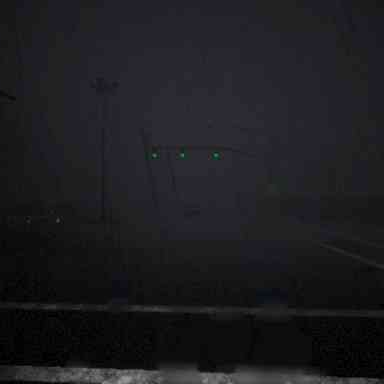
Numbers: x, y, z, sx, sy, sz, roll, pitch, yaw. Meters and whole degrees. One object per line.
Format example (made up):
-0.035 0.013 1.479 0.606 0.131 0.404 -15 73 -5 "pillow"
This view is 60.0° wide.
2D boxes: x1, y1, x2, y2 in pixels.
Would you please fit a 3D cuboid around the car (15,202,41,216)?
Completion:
-18.578 1.940 38.570 1.837 1.490 4.892 0 -1 0 "car"

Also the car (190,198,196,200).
0.095 2.283 68.752 2.128 1.511 4.902 0 -1 0 "car"

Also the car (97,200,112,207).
-18.395 2.379 70.357 1.895 1.301 4.718 0 -1 0 "car"

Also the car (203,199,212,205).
3.665 2.287 79.066 1.994 1.385 4.181 0 -1 0 "car"

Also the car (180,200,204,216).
0.007 1.973 37.818 2.033 1.411 5.357 0 -1 0 "car"

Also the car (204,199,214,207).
3.594 2.241 68.649 1.882 1.535 5.008 0 -1 0 "car"

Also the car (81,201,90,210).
-18.514 2.170 55.238 2.033 1.411 5.357 0 -1 1 "car"

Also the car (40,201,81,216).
-15.080 1.925 38.418 2.128 1.511 4.902 0 -1 0 "car"

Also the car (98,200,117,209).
-14.967 2.222 59.881 2.033 1.411 5.357 0 -1 0 "car"

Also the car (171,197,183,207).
-3.405 2.307 68.809 2.033 1.411 5.357 0 -1 0 "car"

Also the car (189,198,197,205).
0.165 2.235 79.088 1.837 1.490 4.892 0 -1 0 "car"
